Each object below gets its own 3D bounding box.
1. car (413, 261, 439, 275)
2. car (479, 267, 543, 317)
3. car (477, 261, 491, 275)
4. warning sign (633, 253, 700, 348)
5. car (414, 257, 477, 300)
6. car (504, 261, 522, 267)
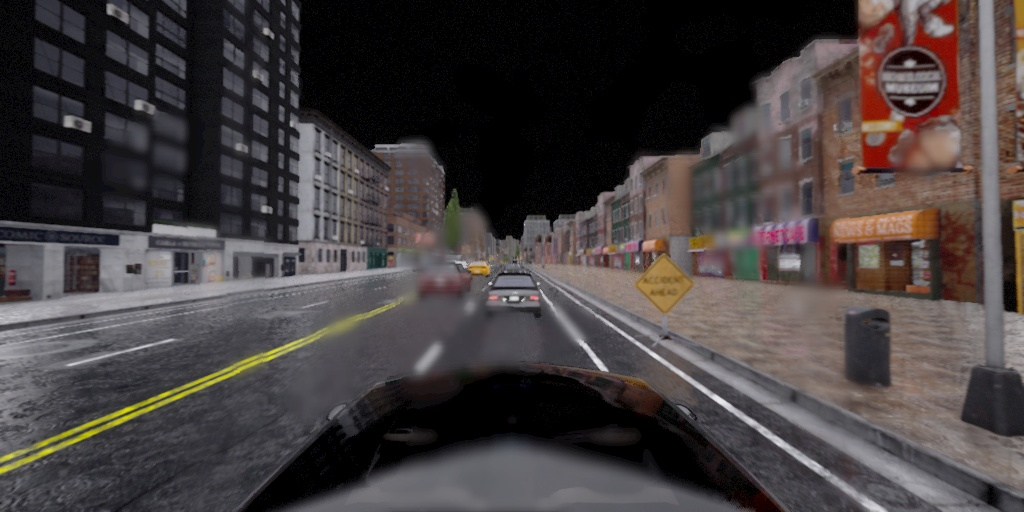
[{"bbox_3d":[-9.849,1.350,41.361,1.994,1.385,4.181,0,0,0],"label":"car"},{"bbox_3d":[0.079,1.304,13.124,2.033,1.411,5.357,0,0,0],"label":"car"},{"bbox_3d":[-3.160,1.244,35.144,1.882,1.535,5.008,0,0,0],"label":"car"},{"bbox_3d":[3.224,0.874,7.550,1.300,1.860,1.060,0,0,0],"label":"warning sign"},{"bbox_3d":[-3.160,1.104,17.968,2.097,1.767,4.553,0,0,0],"label":"car"},{"bbox_3d":[0.087,1.361,31.789,1.895,1.301,4.718,0,0,0],"label":"car"}]
